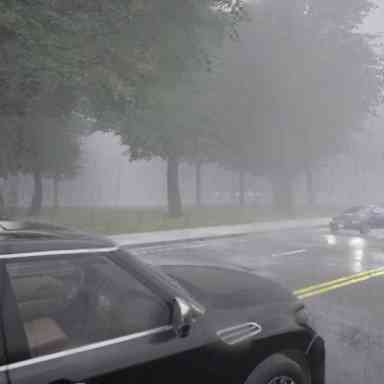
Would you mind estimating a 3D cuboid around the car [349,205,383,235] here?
[{"bbox_3d":[9.561,1.469,18.466,4.674,1.442,1.812,0,0,-35],"label":"car"}]

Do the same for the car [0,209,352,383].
[{"bbox_3d":[-1.372,1.221,2.461,5.566,2.045,2.150,0,0,-36],"label":"car"}]
